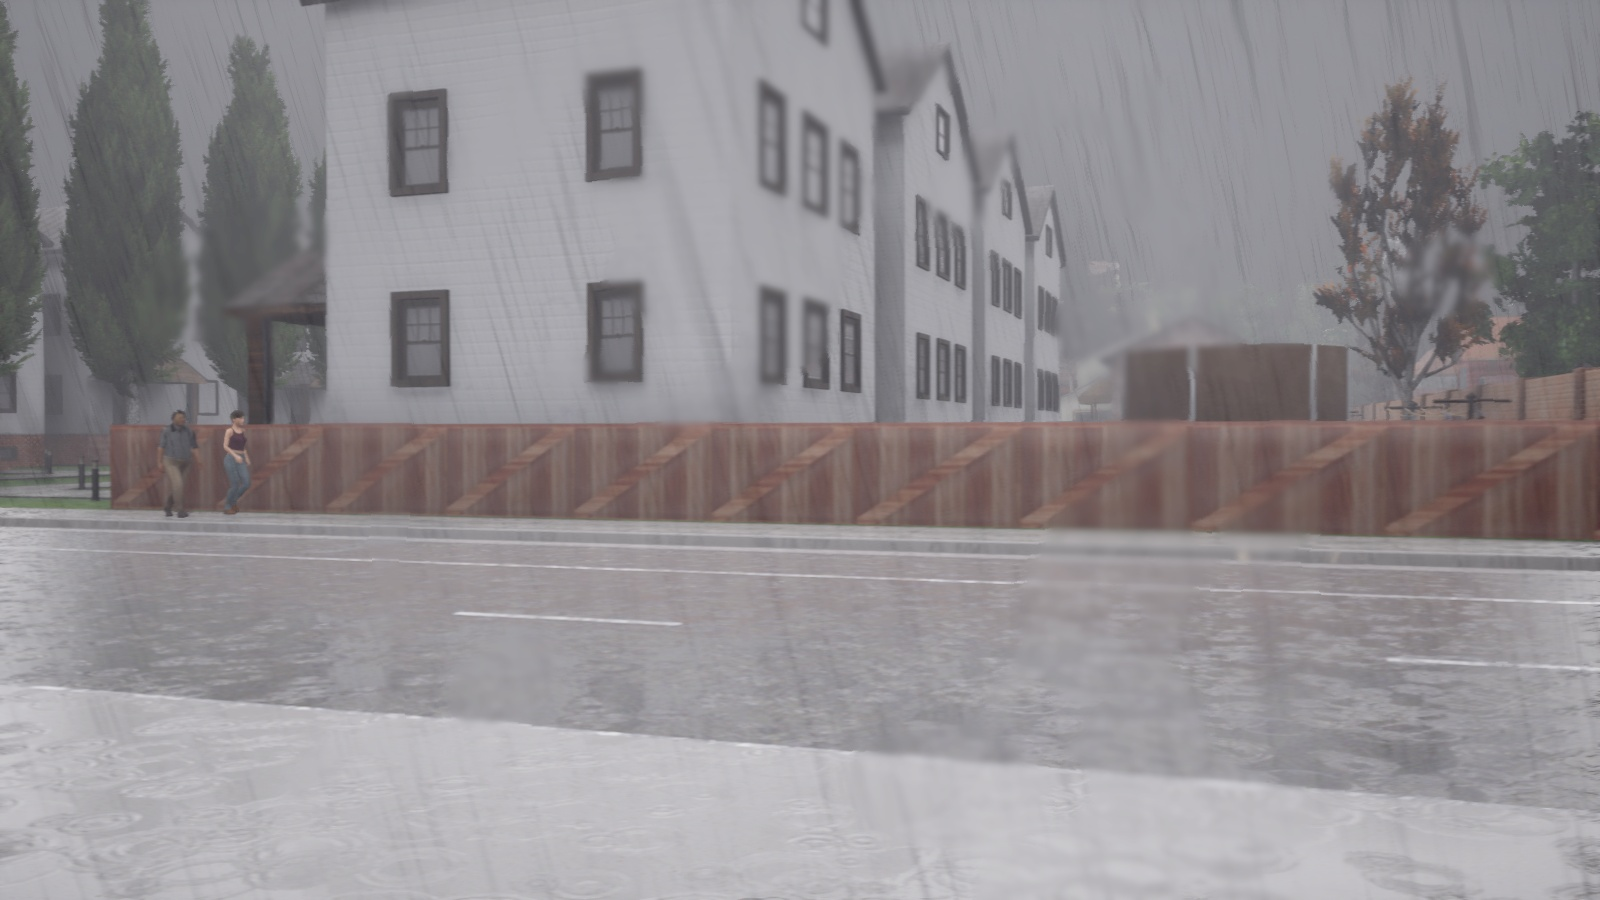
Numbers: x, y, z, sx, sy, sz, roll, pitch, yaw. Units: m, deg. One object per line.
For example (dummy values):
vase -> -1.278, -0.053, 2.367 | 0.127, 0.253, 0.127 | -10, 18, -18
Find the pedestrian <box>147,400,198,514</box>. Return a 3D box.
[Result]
pedestrian -> -10.344, 0.111, 20.710 | 0.694, 1.848, 0.540 | 1, 1, 43

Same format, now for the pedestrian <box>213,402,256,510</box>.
pedestrian -> -9.713, 0.100, 21.568 | 0.594, 1.836, 0.345 | 1, 1, 18
